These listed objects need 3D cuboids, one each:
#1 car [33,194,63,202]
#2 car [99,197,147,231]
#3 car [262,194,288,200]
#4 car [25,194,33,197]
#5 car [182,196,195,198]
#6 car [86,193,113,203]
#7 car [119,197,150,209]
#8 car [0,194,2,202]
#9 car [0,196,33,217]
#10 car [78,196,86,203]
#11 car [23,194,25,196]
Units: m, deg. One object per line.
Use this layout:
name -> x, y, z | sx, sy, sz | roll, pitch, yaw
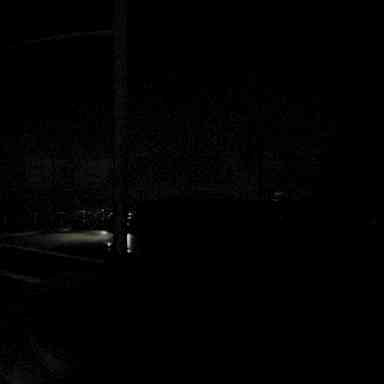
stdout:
car -> -28.940, 1.130, 67.787 | 2.152, 1.636, 5.027 | 0, 0, 35
car -> -3.087, 1.347, 20.594 | 2.097, 1.767, 4.553 | 0, 0, 35
car -> 9.608, 1.218, 38.794 | 2.150, 2.045, 5.566 | 0, 0, 36
car -> -34.363, 1.207, 71.233 | 1.970, 1.475, 3.806 | 0, 0, 35
car -> -0.805, 1.363, 48.194 | 1.845, 1.501, 3.633 | 0, 0, 35
car -> -15.890, 1.080, 59.048 | 1.932, 1.855, 4.605 | 0, 0, 35
car -> -7.527, 1.373, 43.861 | 1.970, 1.475, 3.806 | 0, 0, 35
car -> -41.427, 1.271, 67.598 | 2.007, 1.523, 4.514 | 0, 0, 35
car -> -15.847, 1.329, 26.945 | 2.007, 1.523, 4.514 | 0, 0, 35
car -> -18.499, 1.058, 60.391 | 1.905, 1.878, 3.866 | 0, 0, 35
car -> -23.667, 1.304, 41.825 | 1.845, 1.501, 3.633 | 0, 0, 35
